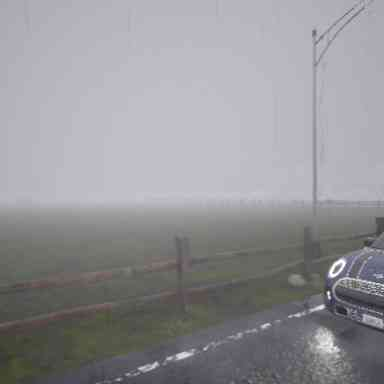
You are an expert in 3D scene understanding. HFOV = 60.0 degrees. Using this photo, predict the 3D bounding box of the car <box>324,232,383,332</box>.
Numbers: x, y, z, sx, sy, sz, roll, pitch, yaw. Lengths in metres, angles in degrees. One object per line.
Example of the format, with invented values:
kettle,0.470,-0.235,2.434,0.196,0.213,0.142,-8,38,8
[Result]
car,4.529,1.320,6.248,4.553,1.767,2.097,0,0,-35
